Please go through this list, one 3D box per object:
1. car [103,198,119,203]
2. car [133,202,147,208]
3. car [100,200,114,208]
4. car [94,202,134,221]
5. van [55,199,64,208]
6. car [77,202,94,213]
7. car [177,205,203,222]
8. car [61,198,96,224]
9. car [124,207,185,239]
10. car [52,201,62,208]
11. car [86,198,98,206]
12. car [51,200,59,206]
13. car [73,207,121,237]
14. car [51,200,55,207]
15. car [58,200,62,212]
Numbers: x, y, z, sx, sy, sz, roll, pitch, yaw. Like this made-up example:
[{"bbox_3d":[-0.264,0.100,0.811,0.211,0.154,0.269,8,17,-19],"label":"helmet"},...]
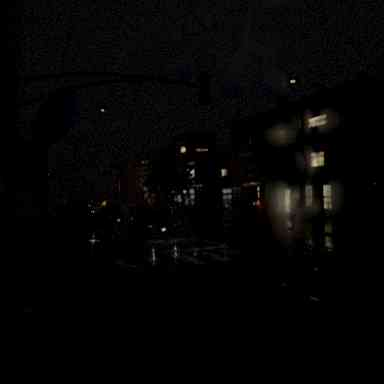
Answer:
[{"bbox_3d":[-14.275,2.083,59.664,2.192,1.841,5.009,-2,0,-24],"label":"car"},{"bbox_3d":[-7.123,2.064,43.867,2.008,1.369,4.403,-2,0,-24],"label":"car"},{"bbox_3d":[-16.614,2.377,64.863,1.752,1.417,4.829,-2,0,-24],"label":"car"},{"bbox_3d":[-7.128,1.963,29.806,2.033,1.411,5.357,-1,0,-24],"label":"car"},{"bbox_3d":[-19.637,2.162,51.180,1.690,1.788,3.998,-2,0,-24],"label":"van"},{"bbox_3d":[-15.861,2.238,49.360,1.837,1.490,4.892,-1,-1,-24],"label":"car"},{"bbox_3d":[-0.487,1.829,29.454,2.008,1.369,4.403,-2,0,-24],"label":"car"},{"bbox_3d":[-10.324,1.802,30.298,2.192,1.841,5.009,-2,0,-24],"label":"car"},{"bbox_3d":[-2.292,1.808,19.105,1.994,1.385,4.181,-1,0,-25],"label":"car"},{"bbox_3d":[-31.015,2.771,76.400,1.887,1.381,4.507,-2,0,-24],"label":"car"},{"bbox_3d":[-25.659,2.488,84.884,2.192,1.841,5.009,-2,0,-24],"label":"car"},{"bbox_3d":[-35.500,2.911,86.333,1.752,1.417,4.829,-2,0,-24],"label":"car"},{"bbox_3d":[-6.085,1.900,20.862,1.947,1.339,4.313,-2,0,-24],"label":"car"},{"bbox_3d":[-24.191,2.298,61.268,2.192,1.841,5.009,-2,0,-24],"label":"car"},{"bbox_3d":[-14.791,2.088,40.423,1.967,1.590,4.097,-2,0,-24],"label":"car"}]
